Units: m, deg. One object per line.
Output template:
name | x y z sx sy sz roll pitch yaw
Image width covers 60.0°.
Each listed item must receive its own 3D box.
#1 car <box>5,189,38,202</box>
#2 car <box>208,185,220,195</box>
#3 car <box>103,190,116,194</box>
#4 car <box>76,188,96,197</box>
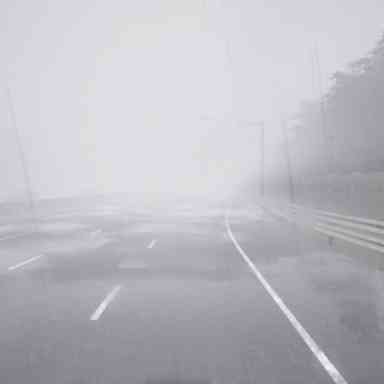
car | -23.607 0.602 46.332 2.150 2.045 5.566 0 1 2
car | 5.533 -0.234 80.479 2.097 1.767 4.553 0 2 2
car | -16.016 0.413 64.416 1.837 1.490 4.892 0 2 2
car | -19.600 0.209 61.862 2.150 2.045 5.566 0 2 2
